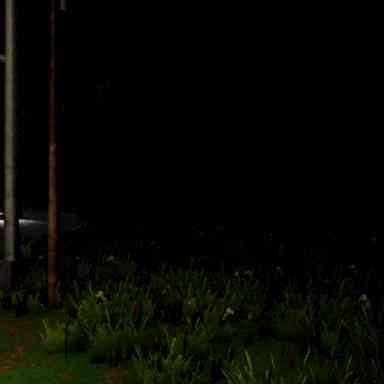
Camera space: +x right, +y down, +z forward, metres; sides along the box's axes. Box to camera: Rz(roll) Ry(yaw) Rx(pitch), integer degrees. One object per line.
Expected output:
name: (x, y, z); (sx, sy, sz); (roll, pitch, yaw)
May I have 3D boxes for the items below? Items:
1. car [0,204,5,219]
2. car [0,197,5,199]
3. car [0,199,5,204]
car: (-12.508, 1.574, 18.700); (1.895, 1.301, 4.718); (0, 0, -13)
car: (-24.269, 1.476, 42.333); (4.892, 1.490, 1.837); (-1, 0, 41)
car: (-16.100, 1.537, 28.019); (1.994, 1.385, 4.181); (0, 0, -33)
